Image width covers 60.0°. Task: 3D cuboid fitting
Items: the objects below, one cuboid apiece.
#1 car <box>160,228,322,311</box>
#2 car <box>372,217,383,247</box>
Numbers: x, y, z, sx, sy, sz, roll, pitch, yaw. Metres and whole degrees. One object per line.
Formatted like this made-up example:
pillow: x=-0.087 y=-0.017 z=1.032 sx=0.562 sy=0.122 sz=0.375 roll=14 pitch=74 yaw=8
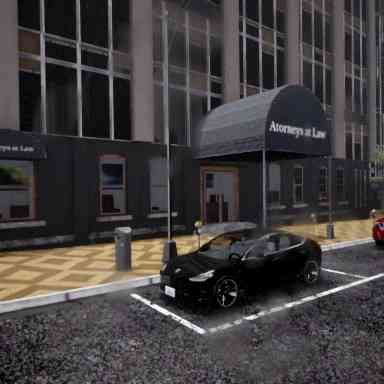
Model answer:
car: x=1.309 y=1.564 z=7.792 sx=4.313 sy=1.339 sz=1.947 roll=0 pitch=-1 yaw=-37
car: x=9.590 y=1.310 z=13.988 sx=5.009 sy=1.841 sz=2.192 roll=0 pitch=-1 yaw=-37
